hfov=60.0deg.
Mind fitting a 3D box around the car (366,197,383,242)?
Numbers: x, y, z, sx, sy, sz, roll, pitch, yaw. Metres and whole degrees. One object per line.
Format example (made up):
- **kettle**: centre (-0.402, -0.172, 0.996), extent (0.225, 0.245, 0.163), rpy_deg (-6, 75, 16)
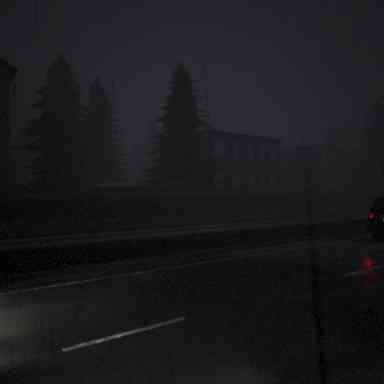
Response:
- **car**: centre (10.282, 1.236, 15.387), extent (5.566, 2.045, 2.150), rpy_deg (0, 0, -36)
